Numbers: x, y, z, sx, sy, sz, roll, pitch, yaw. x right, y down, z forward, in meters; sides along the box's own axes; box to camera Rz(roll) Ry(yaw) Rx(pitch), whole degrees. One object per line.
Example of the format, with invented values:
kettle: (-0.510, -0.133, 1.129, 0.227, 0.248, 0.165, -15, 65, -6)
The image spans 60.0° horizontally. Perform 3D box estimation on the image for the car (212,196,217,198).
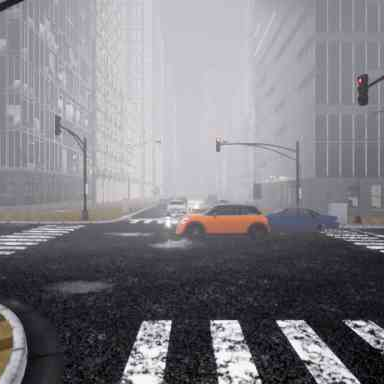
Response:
car: (3.934, 1.579, 41.811, 1.947, 1.339, 4.313, 0, 0, 0)

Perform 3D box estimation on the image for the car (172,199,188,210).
car: (-1.531, 1.613, 43.154, 1.895, 1.301, 4.718, 0, 0, 0)

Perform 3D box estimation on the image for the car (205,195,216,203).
car: (3.772, 1.432, 69.448, 1.967, 1.590, 4.097, 0, 0, 0)

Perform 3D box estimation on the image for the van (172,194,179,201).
van: (-4.175, 1.314, 85.998, 1.690, 1.788, 3.998, 0, 0, 0)

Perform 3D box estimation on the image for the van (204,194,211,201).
van: (3.727, 1.320, 80.503, 1.690, 1.788, 3.998, 0, 0, 0)

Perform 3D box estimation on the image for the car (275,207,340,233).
car: (6.032, 1.633, 20.202, 5.357, 1.411, 2.033, 2, 0, -3)

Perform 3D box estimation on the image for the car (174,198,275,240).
car: (1.493, 1.383, 16.731, 4.553, 1.767, 2.097, 1, 0, -3)

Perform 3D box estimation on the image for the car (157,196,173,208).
car: (-4.018, 1.592, 47.305, 1.802, 1.307, 4.206, 0, 0, 0)

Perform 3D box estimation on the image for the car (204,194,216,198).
car: (3.795, 1.312, 63.920, 2.192, 1.841, 5.009, 0, 0, 0)

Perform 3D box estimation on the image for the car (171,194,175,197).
car: (-4.085, 1.563, 63.888, 1.947, 1.339, 4.313, 0, 0, 0)

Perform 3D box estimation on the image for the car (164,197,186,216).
car: (-1.491, 1.542, 33.049, 1.812, 1.442, 4.674, 0, 0, 0)

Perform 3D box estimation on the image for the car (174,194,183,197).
car: (-1.568, 1.511, 54.240, 1.837, 1.490, 4.892, 0, 0, 0)

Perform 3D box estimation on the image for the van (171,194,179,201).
van: (-4.153, 1.320, 80.471, 1.690, 1.788, 3.998, 0, 0, 0)
